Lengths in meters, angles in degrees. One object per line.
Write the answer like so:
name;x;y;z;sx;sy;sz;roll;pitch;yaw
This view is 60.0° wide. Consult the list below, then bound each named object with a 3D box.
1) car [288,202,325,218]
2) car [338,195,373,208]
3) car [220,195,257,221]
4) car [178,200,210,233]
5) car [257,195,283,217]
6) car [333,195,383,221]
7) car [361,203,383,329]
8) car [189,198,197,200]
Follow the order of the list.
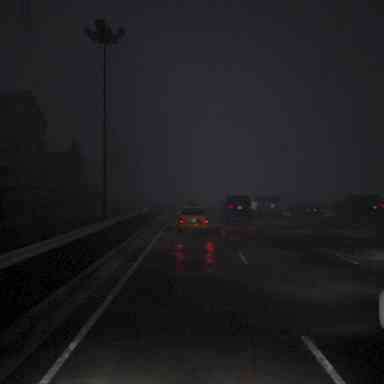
car;10.600;1.607;31.151;2.033;1.411;5.357;0;0;0
car;22.923;1.302;46.725;3.866;1.878;1.905;0;0;0
car;3.601;1.275;27.667;2.150;2.045;5.566;0;0;0
car;0.100;1.494;19.933;1.801;1.575;5.366;0;0;0
car;7.103;1.282;31.933;2.150;2.045;5.566;0;0;0
car;14.102;1.276;28.313;2.150;2.045;5.566;0;0;0
car;3.600;1.226;2.119;2.150;2.045;5.566;0;0;0
car;0.102;1.663;51.777;1.994;1.385;4.181;0;0;0
